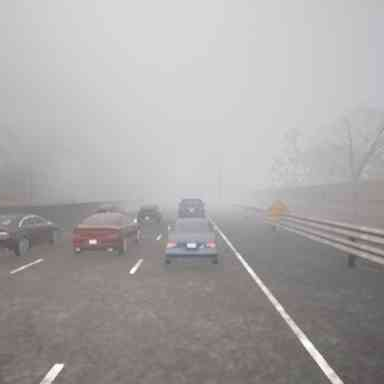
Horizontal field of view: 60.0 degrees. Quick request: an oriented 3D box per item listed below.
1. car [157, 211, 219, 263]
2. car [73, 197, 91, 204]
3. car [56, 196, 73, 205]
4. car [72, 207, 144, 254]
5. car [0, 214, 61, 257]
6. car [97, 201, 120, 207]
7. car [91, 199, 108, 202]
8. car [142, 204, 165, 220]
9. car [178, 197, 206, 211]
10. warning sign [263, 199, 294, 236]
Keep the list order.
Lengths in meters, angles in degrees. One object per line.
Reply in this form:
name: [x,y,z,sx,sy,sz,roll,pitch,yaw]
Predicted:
car: [0.000,1.677,12.527,2.033,1.411,5.357,0,-1,0]
car: [-21.056,2.024,65.332,2.097,1.767,4.553,0,-1,0]
car: [-24.556,1.892,65.227,2.150,2.045,5.566,0,-1,0]
car: [-3.484,1.624,14.227,1.882,1.535,5.008,0,0,0]
car: [-6.991,1.632,13.483,2.128,1.511,4.902,0,0,0]
car: [-7.003,1.800,28.490,1.837,1.490,4.892,0,0,0]
car: [-17.560,2.179,65.473,2.128,1.511,4.902,0,0,0]
car: [-3.503,1.800,28.496,1.837,1.490,4.892,0,0,0]
car: [-0.011,1.509,27.587,2.150,2.045,5.566,0,0,0]
warning sign: [4.525,1.296,17.459,1.300,1.860,1.060,-1,-1,0]
